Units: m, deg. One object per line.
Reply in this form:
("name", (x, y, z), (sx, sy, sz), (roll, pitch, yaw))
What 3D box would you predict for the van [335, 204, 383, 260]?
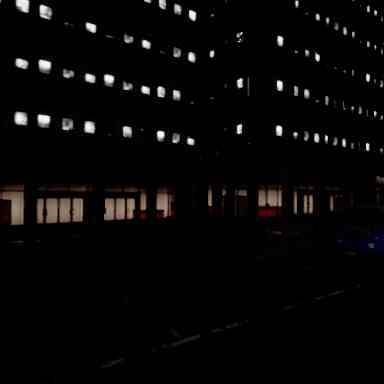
("van", (6.468, 1.312, 11.123), (3.998, 1.788, 1.690), (0, 1, -35))
